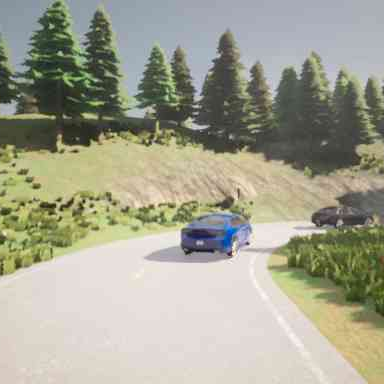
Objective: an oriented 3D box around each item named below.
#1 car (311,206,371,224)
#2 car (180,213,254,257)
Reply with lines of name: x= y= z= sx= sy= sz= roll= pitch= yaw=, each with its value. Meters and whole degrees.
car: x=10.538 y=1.737 z=23.219 sx=4.892 sy=1.490 sz=1.837 roll=0 pitch=-1 yaw=-27
car: x=1.193 y=1.608 z=13.729 sx=1.882 sy=1.535 sz=5.008 roll=0 pitch=0 yaw=22
